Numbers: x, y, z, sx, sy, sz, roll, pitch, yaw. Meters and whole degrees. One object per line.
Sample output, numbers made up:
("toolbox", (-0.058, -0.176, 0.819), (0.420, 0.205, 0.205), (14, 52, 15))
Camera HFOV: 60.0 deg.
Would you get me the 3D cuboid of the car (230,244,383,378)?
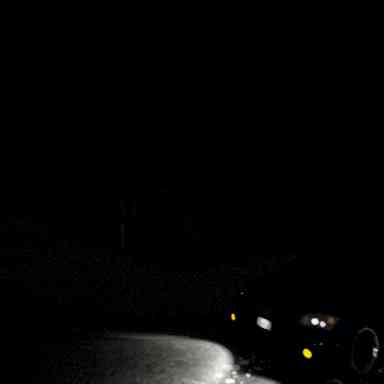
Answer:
("car", (2.705, 1.628, 5.577), (4.181, 1.385, 1.994), (0, -1, -30))
